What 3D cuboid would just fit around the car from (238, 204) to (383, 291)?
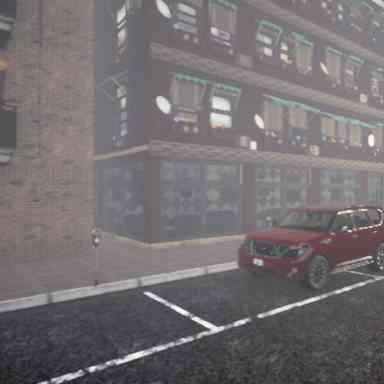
[{"bbox_3d":[3.573,1.281,9.089,5.009,1.841,2.192,0,0,-35],"label":"car"}]
